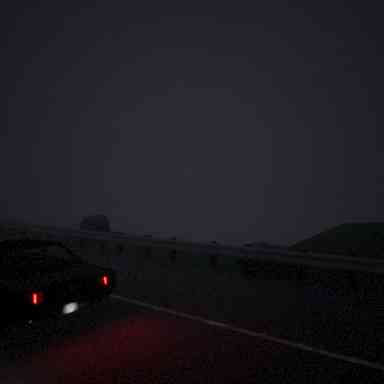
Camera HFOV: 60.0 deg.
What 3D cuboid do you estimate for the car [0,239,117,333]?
[{"bbox_3d":[-3.795,1.663,6.891,4.718,1.301,1.895,-1,0,37],"label":"car"}]
